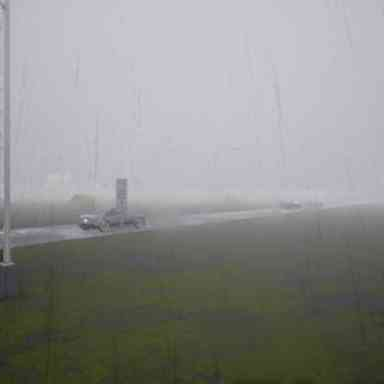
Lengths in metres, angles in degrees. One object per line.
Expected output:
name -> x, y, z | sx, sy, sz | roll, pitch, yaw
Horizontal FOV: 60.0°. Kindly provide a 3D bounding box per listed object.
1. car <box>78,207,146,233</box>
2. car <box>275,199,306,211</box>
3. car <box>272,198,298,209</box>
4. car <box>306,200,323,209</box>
car -> -4.757, 1.589, 20.232 | 1.994, 1.385, 4.181 | 0, 0, 37
car -> 13.022, 1.711, 44.053 | 1.882, 1.535, 5.008 | 0, 0, 37
car -> 14.046, 1.758, 50.114 | 2.128, 1.511, 4.902 | 0, 0, 37
car -> 19.255, 1.896, 52.508 | 1.895, 1.301, 4.718 | 0, 0, 37
